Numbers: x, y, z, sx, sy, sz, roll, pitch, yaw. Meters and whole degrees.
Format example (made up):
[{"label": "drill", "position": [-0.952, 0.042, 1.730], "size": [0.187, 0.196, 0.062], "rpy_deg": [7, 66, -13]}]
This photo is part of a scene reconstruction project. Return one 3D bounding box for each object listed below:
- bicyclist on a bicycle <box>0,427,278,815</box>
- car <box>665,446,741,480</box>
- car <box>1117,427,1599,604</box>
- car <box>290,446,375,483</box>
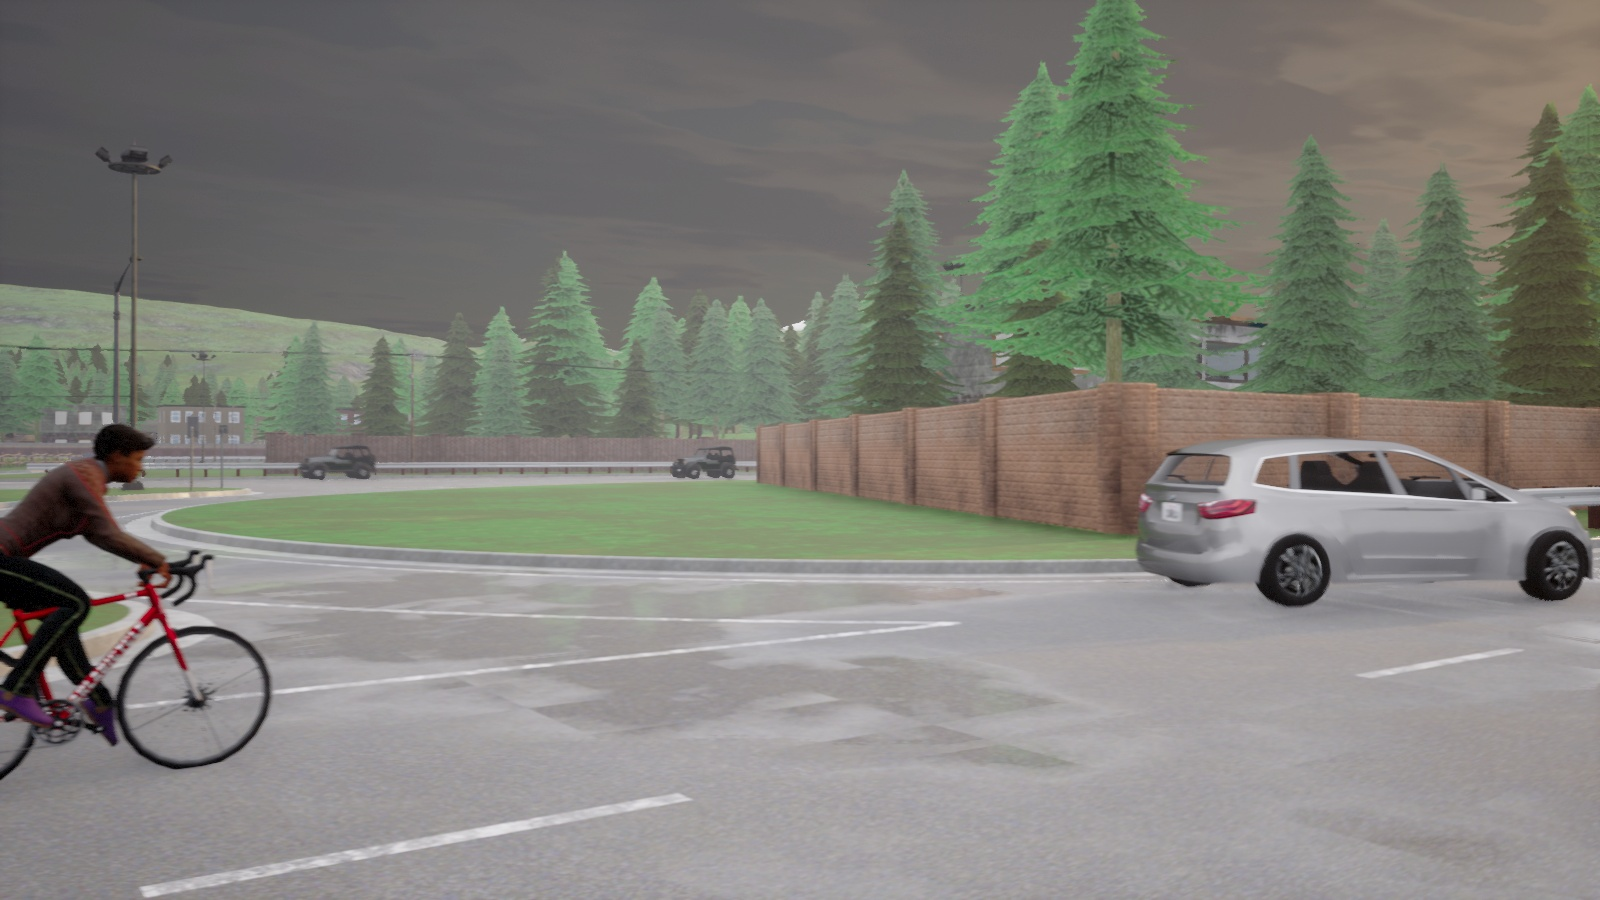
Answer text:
[{"label": "bicyclist on a bicycle", "position": [-3.291, 0.719, 5.633], "size": [1.656, 1.620, 0.582], "rpy_deg": [1, -1, -35]}, {"label": "car", "position": [-5.551, 0.729, 71.950], "size": [3.866, 1.878, 1.905], "rpy_deg": [0, 0, -35]}, {"label": "car", "position": [6.024, 0.609, 13.386], "size": [4.611, 1.667, 2.242], "rpy_deg": [0, 0, -12]}, {"label": "car", "position": [-24.913, 0.757, 66.941], "size": [3.866, 1.878, 1.905], "rpy_deg": [0, 0, -35]}]
